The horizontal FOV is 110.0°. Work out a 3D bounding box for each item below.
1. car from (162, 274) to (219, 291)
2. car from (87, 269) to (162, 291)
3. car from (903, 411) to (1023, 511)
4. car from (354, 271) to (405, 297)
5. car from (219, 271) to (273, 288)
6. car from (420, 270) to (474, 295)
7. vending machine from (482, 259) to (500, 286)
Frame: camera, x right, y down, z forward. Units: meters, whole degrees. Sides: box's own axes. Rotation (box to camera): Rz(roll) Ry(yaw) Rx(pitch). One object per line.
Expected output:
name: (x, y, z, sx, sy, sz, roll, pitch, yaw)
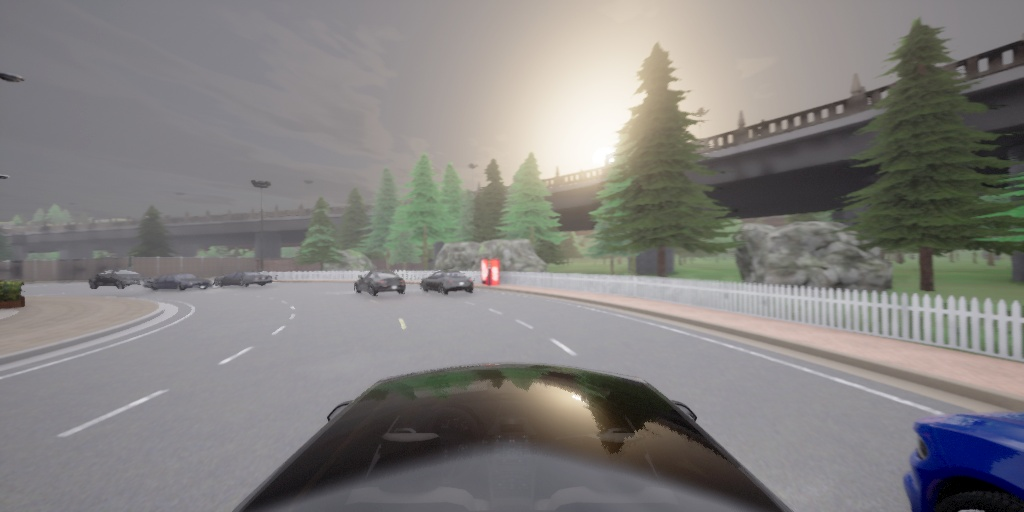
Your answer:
car: (-26.866, 2.124, 28.873, 5.357, 1.411, 2.033, -1, -1, 16)
car: (-27.817, 1.632, 25.507, 4.674, 1.442, 1.812, -1, -1, 16)
car: (3.339, 1.151, 0.155, 1.882, 1.535, 5.008, -1, -1, 3)
car: (-8.073, 1.621, 21.859, 1.812, 1.442, 4.674, 0, -1, -40)
car: (-23.738, 2.026, 31.587, 5.357, 1.411, 2.033, -1, -1, 18)
car: (-4.118, 1.593, 22.364, 1.994, 1.385, 4.181, -1, -1, -37)
vending machine: (-1.528, 1.212, 26.026, 1.100, 2.100, 0.880, 0, 0, -40)
